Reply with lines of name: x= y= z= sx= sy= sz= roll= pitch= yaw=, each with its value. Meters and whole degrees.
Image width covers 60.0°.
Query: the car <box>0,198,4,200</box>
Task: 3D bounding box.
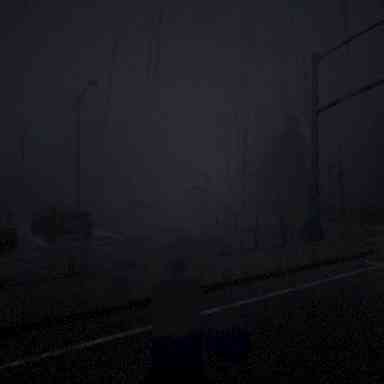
car: x=-21.383 y=1.371 z=36.577 sx=1.845 sy=1.501 sz=3.633 roll=0 pitch=0 yaw=-36

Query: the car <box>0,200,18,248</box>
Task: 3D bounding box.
car: x=-8.628 y=1.330 z=13.607 sx=2.152 sy=1.636 sz=5.027 roll=0 pitch=0 yaw=-36

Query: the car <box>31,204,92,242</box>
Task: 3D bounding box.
car: x=-6.117 y=1.337 z=15.488 sx=2.007 sy=1.523 sz=4.514 roll=0 pitch=0 yaw=-36

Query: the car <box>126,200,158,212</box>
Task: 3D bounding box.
car: x=-5.863 y=1.588 z=38.917 sx=1.895 sy=1.301 sz=4.718 roll=0 pitch=0 yaw=-36
